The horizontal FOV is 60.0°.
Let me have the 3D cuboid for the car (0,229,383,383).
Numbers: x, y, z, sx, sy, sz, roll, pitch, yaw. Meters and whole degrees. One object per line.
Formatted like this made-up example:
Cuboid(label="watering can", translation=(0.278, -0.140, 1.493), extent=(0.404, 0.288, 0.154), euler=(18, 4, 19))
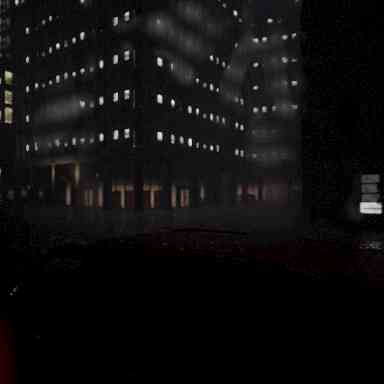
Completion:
Cuboid(label="car", translation=(-0.451, 1.300, 3.206), extent=(5.009, 1.841, 2.192), euler=(0, 0, 36))
